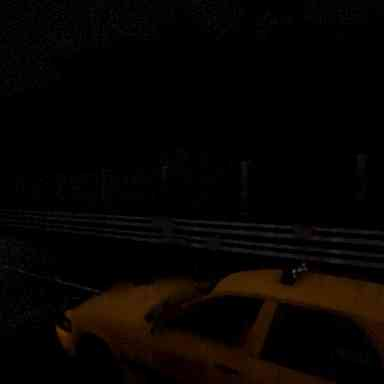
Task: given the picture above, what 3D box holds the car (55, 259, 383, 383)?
[{"bbox_3d":[0.745,1.458,3.339,5.366,1.575,1.801,0,0,36],"label":"car"}]
